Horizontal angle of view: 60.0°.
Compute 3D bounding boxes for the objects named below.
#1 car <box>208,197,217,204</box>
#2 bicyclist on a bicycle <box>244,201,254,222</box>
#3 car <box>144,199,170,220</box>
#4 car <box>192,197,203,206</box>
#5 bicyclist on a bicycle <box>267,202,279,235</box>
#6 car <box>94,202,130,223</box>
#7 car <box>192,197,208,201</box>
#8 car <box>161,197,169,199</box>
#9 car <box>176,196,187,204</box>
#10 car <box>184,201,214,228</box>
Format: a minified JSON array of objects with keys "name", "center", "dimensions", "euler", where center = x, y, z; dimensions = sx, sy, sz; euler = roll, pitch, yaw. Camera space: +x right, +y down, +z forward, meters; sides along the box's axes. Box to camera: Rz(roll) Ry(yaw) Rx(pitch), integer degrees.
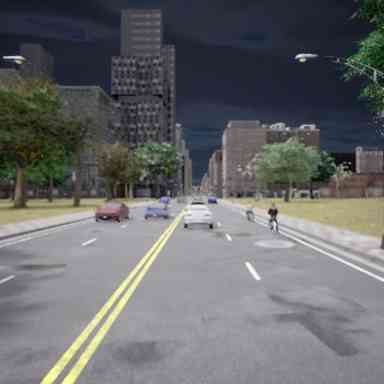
[{"name":"car","center":[4.355,1.798,71.951],"dimensions":[1.882,1.535,5.008],"euler":[0,0,1]},{"name":"bicyclist on a bicycle","center":[4.534,1.547,26.273],"dimensions":[0.866,1.612,1.509],"euler":[0,0,1]},{"name":"car","center":[-2.921,1.608,28.728],"dimensions":[1.812,1.442,4.674],"euler":[0,0,1]},{"name":"car","center":[1.015,1.717,59.822],"dimensions":[1.882,1.535,5.008],"euler":[0,0,1]},{"name":"bicyclist on a bicycle","center":[4.411,1.450,18.306],"dimensions":[0.659,1.776,1.843],"euler":[0,0,1]},{"name":"car","center":[-6.209,1.533,26.339],"dimensions":[1.882,1.535,5.008],"euler":[0,0,1]},{"name":"car","center":[0.720,1.656,40.940],"dimensions":[1.837,1.490,4.892],"euler":[0,0,1]},{"name":"car","center":[-5.480,1.710,66.888],"dimensions":[1.882,1.535,5.008],"euler":[0,0,1]},{"name":"car","center":[-2.165,1.629,70.714],"dimensions":[2.097,1.767,4.553],"euler":[0,0,1]},{"name":"car","center":[0.437,1.601,22.823],"dimensions":[1.812,1.442,4.674],"euler":[0,0,1]}]
